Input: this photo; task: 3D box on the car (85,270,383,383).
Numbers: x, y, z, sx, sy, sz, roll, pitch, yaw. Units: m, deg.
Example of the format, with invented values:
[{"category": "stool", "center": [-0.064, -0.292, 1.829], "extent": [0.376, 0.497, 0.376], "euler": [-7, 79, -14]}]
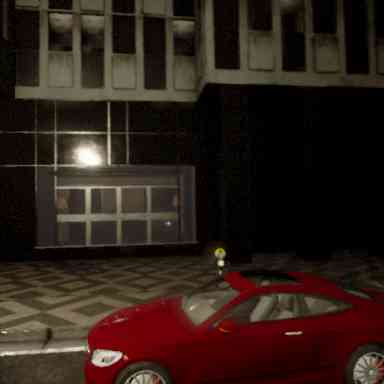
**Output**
[{"category": "car", "center": [0.784, 1.752, 4.411], "extent": [4.206, 1.307, 1.802], "euler": [-1, -2, -7]}]
